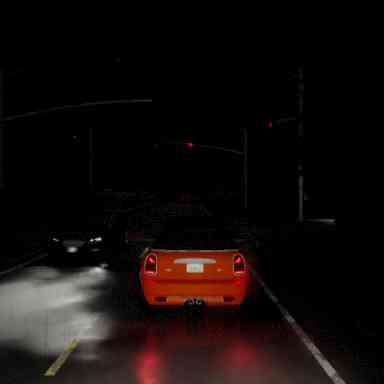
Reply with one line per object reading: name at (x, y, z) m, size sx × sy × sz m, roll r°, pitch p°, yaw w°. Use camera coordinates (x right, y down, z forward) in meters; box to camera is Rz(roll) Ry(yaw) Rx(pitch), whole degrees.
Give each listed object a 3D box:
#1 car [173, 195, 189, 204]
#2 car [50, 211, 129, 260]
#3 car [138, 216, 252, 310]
car at (-2.207, 1.456, 67.464) m, size 2.097 × 1.767 × 4.553 m, roll 0°, pitch 0°, yaw -23°
car at (-3.675, 1.511, 12.675) m, size 2.128 × 1.511 × 4.902 m, roll 0°, pitch 0°, yaw 0°
car at (0.059, 1.364, 7.991) m, size 2.097 × 1.767 × 4.553 m, roll 0°, pitch 0°, yaw 0°
